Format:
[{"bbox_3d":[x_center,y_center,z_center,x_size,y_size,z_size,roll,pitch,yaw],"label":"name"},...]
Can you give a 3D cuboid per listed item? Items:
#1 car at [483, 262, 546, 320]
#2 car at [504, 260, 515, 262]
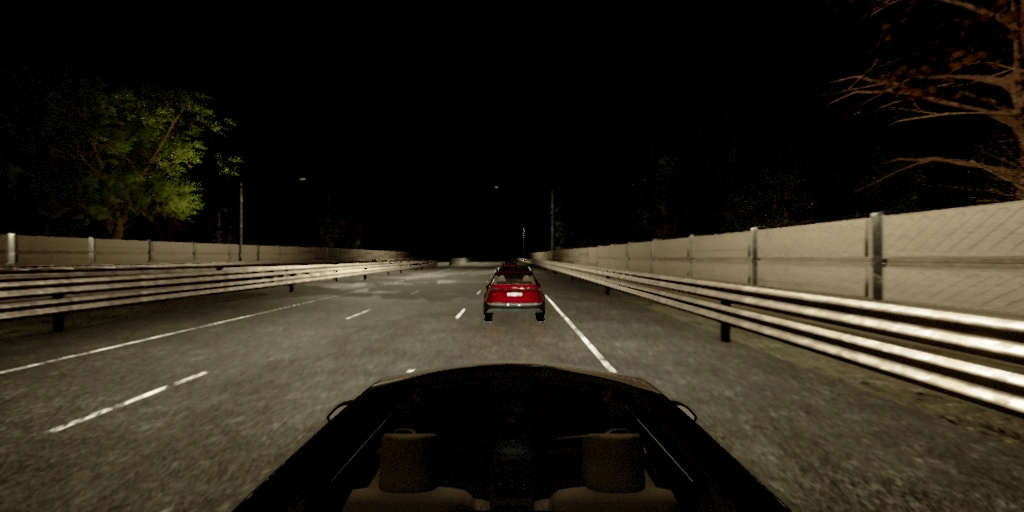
[{"bbox_3d":[0.067,1.181,12.646,2.033,1.649,4.856,0,0,0],"label":"car"},{"bbox_3d":[-0.282,1.261,43.356,1.837,1.490,4.892,0,0,-1],"label":"car"}]
